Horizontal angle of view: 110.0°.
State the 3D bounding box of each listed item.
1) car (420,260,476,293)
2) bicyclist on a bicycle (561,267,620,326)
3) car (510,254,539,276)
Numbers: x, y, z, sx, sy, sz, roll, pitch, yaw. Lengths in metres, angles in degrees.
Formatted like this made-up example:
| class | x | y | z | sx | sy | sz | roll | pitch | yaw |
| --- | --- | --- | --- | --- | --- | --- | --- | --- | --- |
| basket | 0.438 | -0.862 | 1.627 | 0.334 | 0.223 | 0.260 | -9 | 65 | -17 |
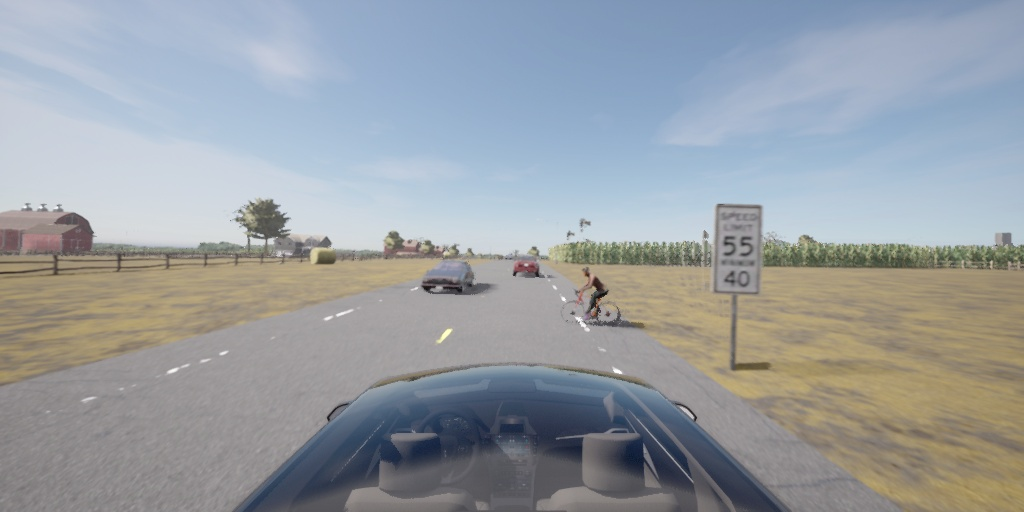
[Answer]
| class | x | y | z | sx | sy | sz | roll | pitch | yaw |
| --- | --- | --- | --- | --- | --- | --- | --- | --- | --- |
| car | -2.996 | 0.939 | 18.007 | 2.033 | 1.411 | 5.357 | 2 | 1 | 2 |
| bicyclist on a bicycle | 2.206 | 1.150 | 10.015 | 1.656 | 1.620 | 0.582 | 2 | 1 | 2 |
| car | 1.220 | 0.700 | 30.435 | 2.097 | 1.767 | 4.553 | 2 | 1 | 2 |
